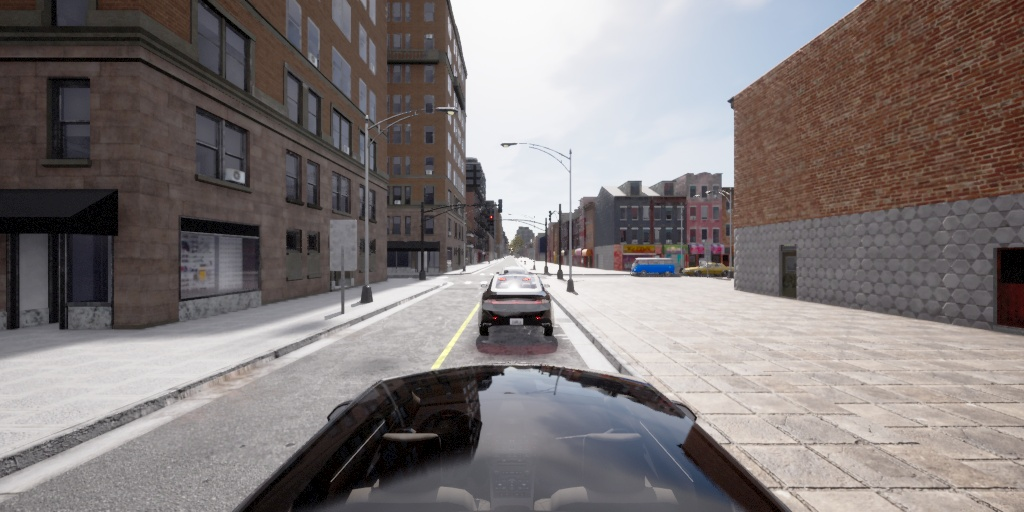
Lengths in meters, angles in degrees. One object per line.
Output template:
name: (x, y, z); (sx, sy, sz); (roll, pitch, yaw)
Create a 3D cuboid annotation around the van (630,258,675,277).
van: (13.764, 1.087, 35.073); (3.998, 1.789, 1.690); (0, 0, 0)

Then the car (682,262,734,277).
car: (19.206, 1.267, 35.060); (4.829, 1.417, 1.751); (0, 0, 0)

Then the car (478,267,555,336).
car: (0.105, 1.241, 10.370); (2.128, 1.511, 4.902); (0, 0, 0)
